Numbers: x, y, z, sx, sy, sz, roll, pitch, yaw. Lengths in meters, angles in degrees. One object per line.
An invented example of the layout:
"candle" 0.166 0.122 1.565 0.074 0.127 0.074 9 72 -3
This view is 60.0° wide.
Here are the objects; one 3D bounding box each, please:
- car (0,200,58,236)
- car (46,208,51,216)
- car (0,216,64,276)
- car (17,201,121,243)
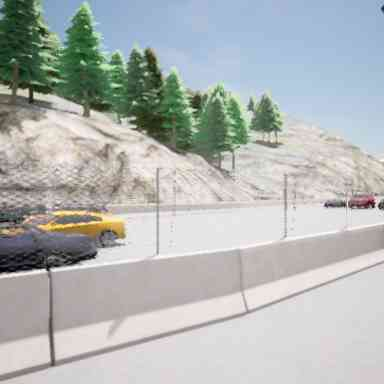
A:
"car" -10.082 1.395 18.428 4.553 1.767 2.097 0 0 -37
"car" -5.091 1.504 13.405 5.008 1.535 1.882 0 0 -38
"car" -5.334 1.569 8.840 5.357 1.411 2.033 0 0 -36
"car" -6.207 1.385 16.976 4.553 1.767 2.097 0 0 -38
